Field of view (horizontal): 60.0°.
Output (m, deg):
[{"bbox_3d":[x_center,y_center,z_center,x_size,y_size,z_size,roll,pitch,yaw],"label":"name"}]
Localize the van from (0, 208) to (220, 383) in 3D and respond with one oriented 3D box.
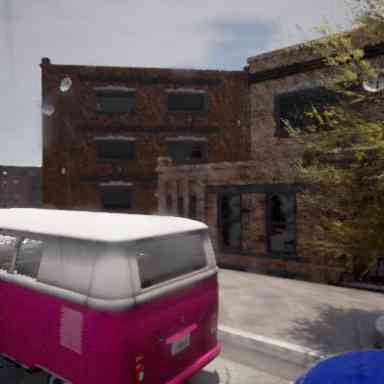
[{"bbox_3d":[-1.881,1.258,4.593,4.442,1.987,1.878,0,0,35],"label":"van"}]
